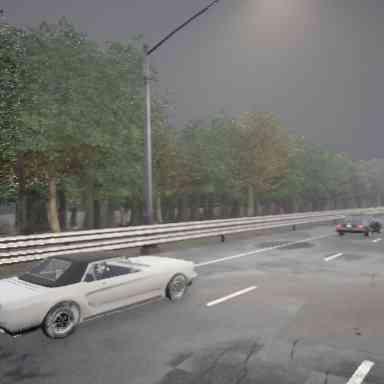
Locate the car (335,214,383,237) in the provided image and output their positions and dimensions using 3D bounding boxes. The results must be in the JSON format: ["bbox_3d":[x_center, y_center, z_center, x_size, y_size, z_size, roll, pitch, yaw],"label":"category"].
[{"bbox_3d":[11.440,2.210,22.600,2.033,1.411,5.357,-4,-3,41],"label":"car"}]

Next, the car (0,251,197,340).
[{"bbox_3d":[-2.021,1.977,7.387,1.895,1.301,4.718,-4,-3,41],"label":"car"}]
